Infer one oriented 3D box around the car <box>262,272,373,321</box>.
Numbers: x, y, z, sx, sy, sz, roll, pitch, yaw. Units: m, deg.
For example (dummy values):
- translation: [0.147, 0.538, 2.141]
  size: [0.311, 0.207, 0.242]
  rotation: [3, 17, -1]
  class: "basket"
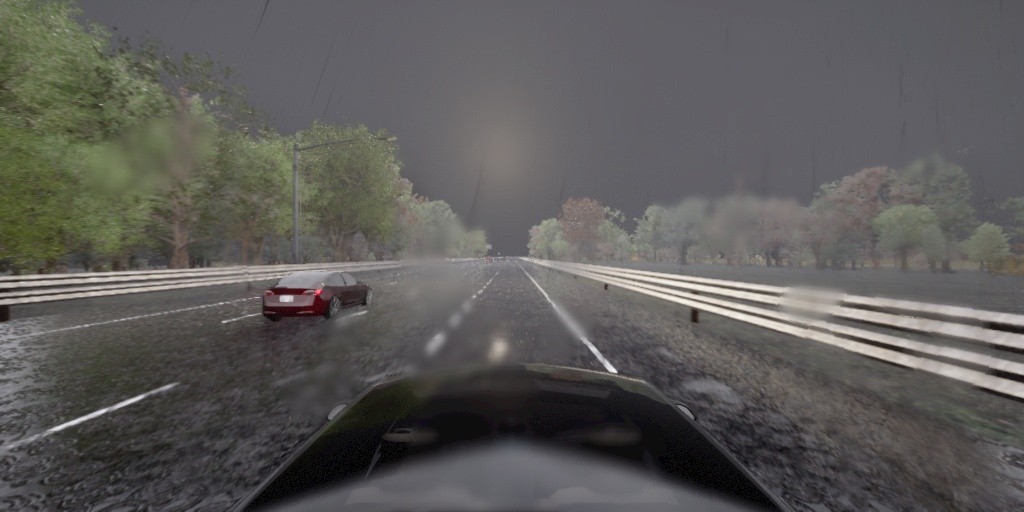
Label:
- translation: [-6.546, 1.273, 12.615]
  size: [2.163, 1.488, 4.792]
  rotation: [0, 0, -2]
  class: "car"
